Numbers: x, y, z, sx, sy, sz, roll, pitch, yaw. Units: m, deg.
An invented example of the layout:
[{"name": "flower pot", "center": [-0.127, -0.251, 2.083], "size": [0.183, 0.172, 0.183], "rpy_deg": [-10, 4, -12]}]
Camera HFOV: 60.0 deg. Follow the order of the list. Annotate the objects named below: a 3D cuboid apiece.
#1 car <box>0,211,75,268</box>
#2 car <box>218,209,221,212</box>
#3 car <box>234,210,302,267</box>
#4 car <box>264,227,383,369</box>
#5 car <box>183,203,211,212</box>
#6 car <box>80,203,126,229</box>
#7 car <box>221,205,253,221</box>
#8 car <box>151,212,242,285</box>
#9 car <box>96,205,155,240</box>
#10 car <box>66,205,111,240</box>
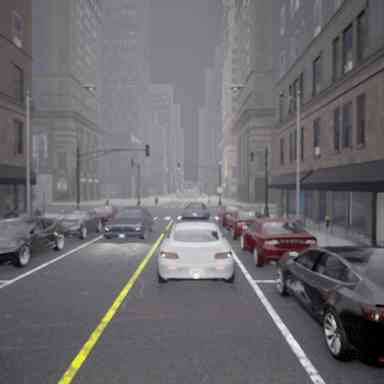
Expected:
[{"name": "car", "center": [-5.783, 1.553, 11.239], "size": [1.947, 1.339, 4.313], "rpy_deg": [-1, 0, 0]}, {"name": "car", "center": [2.732, 1.520, 22.257], "size": [1.887, 1.381, 4.507], "rpy_deg": [-1, 0, 0]}, {"name": "car", "center": [2.742, 1.531, 11.247], "size": [1.887, 1.381, 4.507], "rpy_deg": [-1, 0, 0]}, {"name": "car", "center": [2.747, 1.559, 5.742], "size": [1.947, 1.339, 4.313], "rpy_deg": [-1, 0, 0]}, {"name": "car", "center": [0.380, 1.536, 25.131], "size": [1.994, 1.385, 4.181], "rpy_deg": [0, 0, 5]}, {"name": "car", "center": [-5.793, 1.520, 22.250], "size": [1.887, 1.381, 4.507], "rpy_deg": [-1, 0, 0]}, {"name": "car", "center": [2.737, 1.526, 16.752], "size": [1.887, 1.381, 4.507], "rpy_deg": [-1, 0, 0]}, {"name": "car", "center": [0.095, 1.514, 9.359], "size": [1.812, 1.442, 4.674], "rpy_deg": [0, 0, 0]}, {"name": "car", "center": [-3.043, 1.528, 17.133], "size": [2.033, 1.411, 5.357], "rpy_deg": [0, 0, 0]}, {"name": "car", "center": [-5.788, 1.532, 16.744], "size": [2.008, 1.369, 4.403], "rpy_deg": [-1, 0, 0]}]
